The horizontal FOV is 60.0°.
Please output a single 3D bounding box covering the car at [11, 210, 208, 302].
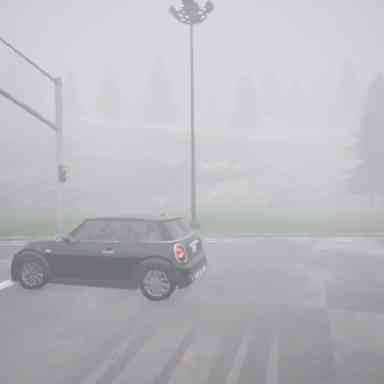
[{"bbox_3d":[-1.982,1.301,8.019,4.553,1.767,2.097,0,1,16],"label":"car"}]
